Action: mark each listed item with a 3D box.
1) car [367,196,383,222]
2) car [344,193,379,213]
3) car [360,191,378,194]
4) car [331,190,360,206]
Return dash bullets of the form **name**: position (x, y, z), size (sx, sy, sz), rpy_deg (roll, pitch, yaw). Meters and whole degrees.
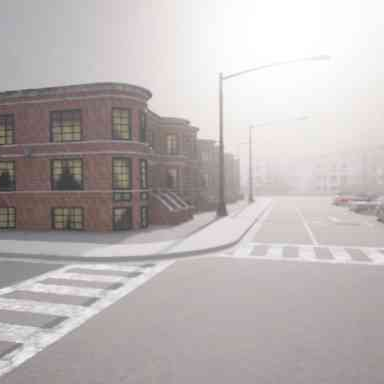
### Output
- **car**: position (11.805, 1.150, 18.803), size (2.033, 1.411, 5.357), rpy_deg (0, 1, 16)
- **car**: position (14.456, 1.041, 28.050), size (1.895, 1.301, 4.718), rpy_deg (0, 1, 16)
- **car**: position (28.097, 0.478, 53.667), size (2.033, 1.411, 5.357), rpy_deg (-1, 1, 2)
- **car**: position (17.246, 0.619, 37.971), size (2.097, 1.767, 4.553), rpy_deg (0, 1, 16)
